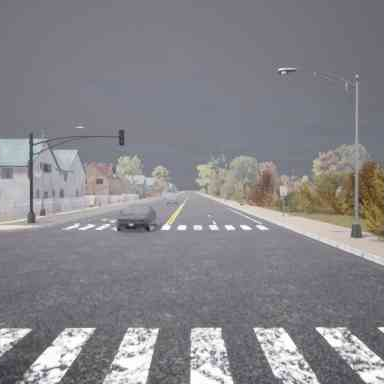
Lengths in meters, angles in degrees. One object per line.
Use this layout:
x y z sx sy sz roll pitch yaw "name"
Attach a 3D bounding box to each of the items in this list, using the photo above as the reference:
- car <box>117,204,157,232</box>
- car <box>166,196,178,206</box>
-3.251 1.486 20.338 1.882 1.535 5.008 0 0 0 "car"
-3.253 1.488 55.564 1.812 1.442 4.674 0 0 0 "car"
